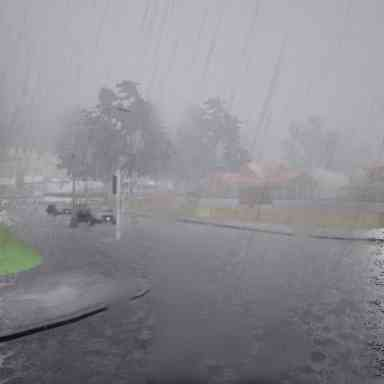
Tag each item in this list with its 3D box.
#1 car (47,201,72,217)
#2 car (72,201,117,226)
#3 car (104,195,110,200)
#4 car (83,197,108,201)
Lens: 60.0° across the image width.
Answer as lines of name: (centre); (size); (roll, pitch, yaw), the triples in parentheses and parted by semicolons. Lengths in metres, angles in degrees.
car: (-12.448, 1.587, 31.706); (1.994, 1.385, 4.181); (0, 0, -35)
car: (-6.685, 1.588, 23.609); (1.994, 1.385, 4.181); (0, 0, -35)
car: (-20.181, 1.381, 76.778); (1.994, 1.381, 4.181); (0, 0, -36)
car: (-11.710, 1.583, 37.861); (2.033, 1.411, 5.357); (0, 0, -34)
